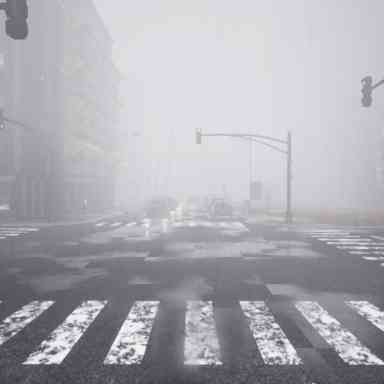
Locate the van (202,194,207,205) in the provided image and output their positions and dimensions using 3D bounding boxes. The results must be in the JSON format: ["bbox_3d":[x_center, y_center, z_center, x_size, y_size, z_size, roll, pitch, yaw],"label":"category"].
[{"bbox_3d":[2.656,1.295,46.946,1.690,1.788,3.998,-1,0,0],"label":"van"}]

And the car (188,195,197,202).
[{"bbox_3d":[0.037,1.411,71.114,1.837,1.490,4.892,0,0,0],"label":"car"}]

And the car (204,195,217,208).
[{"bbox_3d":[2.654,1.410,35.654,1.967,1.590,4.097,-1,0,0],"label":"car"}]

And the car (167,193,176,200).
[{"bbox_3d":[-5.680,1.173,92.085,2.192,1.841,5.009,-1,0,0],"label":"car"}]

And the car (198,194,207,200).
[{"bbox_3d":[2.704,1.313,86.467,1.967,1.590,4.097,-1,0,0],"label":"car"}]

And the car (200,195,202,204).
[{"bbox_3d":[2.660,1.490,52.592,1.887,1.381,4.507,-1,0,0],"label":"car"}]

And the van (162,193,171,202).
[{"bbox_3d":[-5.684,1.242,75.146,1.690,1.788,3.998,-1,0,0],"label":"van"}]

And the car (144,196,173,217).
[{"bbox_3d":[-3.087,1.453,31.238,1.882,1.535,5.008,0,0,0],"label":"car"}]

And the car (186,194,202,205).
[{"bbox_3d":[0.125,1.288,57.883,2.097,1.767,4.553,0,0,0],"label":"car"}]

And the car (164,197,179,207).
[{"bbox_3d":[-3.065,1.513,50.517,1.994,1.385,4.181,0,0,0],"label":"car"}]

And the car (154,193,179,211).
[{"bbox_3d":[-3.080,1.315,40.552,2.097,1.767,4.553,0,0,0],"label":"car"}]

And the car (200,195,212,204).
[{"bbox_3d":[2.661,1.365,63.883,1.967,1.590,4.097,-1,0,0],"label":"car"}]

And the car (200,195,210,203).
[{"bbox_3d":[2.669,1.353,69.529,1.967,1.590,4.097,-1,0,0],"label":"car"}]

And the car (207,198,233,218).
[{"bbox_3d":[2.654,1.522,30.009,1.887,1.381,4.507,-1,0,0],"label":"car"}]

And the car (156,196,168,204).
[{"bbox_3d":[-5.685,1.470,63.852,1.887,1.381,4.507,-1,0,0],"label":"car"}]

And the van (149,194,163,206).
[{"bbox_3d":[-5.691,1.286,52.561,1.690,1.788,3.998,-1,0,0],"label":"van"}]
